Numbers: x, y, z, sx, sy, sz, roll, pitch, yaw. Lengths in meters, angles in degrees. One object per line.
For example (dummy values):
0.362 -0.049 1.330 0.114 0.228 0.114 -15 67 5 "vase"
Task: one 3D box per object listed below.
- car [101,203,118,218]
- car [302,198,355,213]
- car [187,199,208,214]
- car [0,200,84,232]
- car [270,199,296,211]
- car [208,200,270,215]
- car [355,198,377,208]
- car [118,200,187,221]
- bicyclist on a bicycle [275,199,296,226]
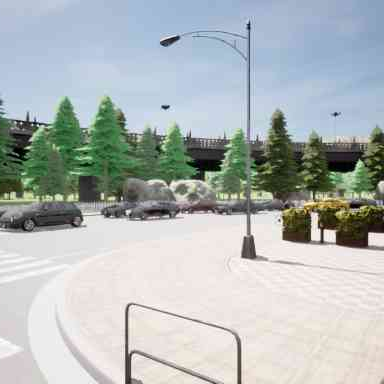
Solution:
-5.844 1.508 29.215 1.994 1.385 4.181 0 0 45 "car"
14.555 1.422 36.275 5.008 1.535 1.882 0 0 -7 "car"
0.809 1.470 34.699 4.674 1.442 1.812 0 0 -30 "car"
-8.940 1.297 20.050 2.097 1.767 4.553 0 0 37 "car"
9.877 1.508 38.692 4.181 1.385 1.994 0 0 -14 "car"
4.683 1.492 33.045 5.357 1.411 2.033 0 0 -26 "car"
19.671 1.436 40.197 4.902 1.511 2.128 0 0 0 "car"
-3.144 1.436 27.121 4.902 1.511 2.128 0 0 -44 "car"
5.581 1.245 19.574 0.582 1.620 1.656 0 0 -44 "bicyclist on a bicycle"
